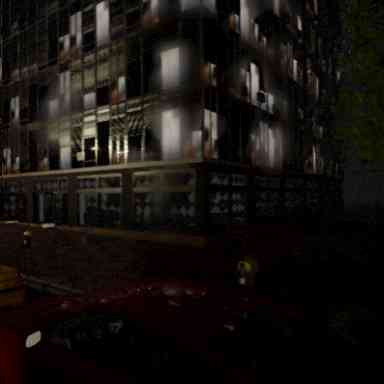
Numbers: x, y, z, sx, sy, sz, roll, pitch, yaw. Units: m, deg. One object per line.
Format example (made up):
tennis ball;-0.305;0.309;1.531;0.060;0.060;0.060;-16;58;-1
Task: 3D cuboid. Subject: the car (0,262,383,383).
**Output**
car;-0.357;1.533;3.108;4.507;1.381;1.887;0;-1;36
